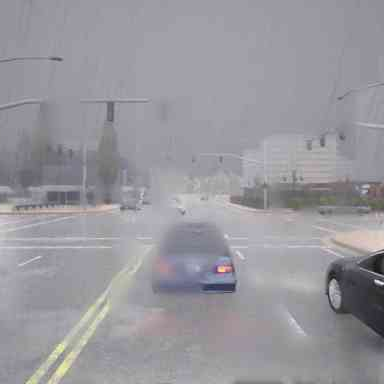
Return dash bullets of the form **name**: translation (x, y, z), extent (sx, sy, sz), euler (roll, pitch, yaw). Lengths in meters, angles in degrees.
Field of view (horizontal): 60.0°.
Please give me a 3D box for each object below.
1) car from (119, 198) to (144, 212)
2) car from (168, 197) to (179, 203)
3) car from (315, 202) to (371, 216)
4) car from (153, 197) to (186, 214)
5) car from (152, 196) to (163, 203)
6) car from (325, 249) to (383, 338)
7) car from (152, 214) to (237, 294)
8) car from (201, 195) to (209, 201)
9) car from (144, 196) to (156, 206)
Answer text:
- **car**: translation (-7.217, 1.505, 39.074), extent (1.837, 1.490, 4.892), euler (0, 0, 0)
- **car**: translation (-3.719, 1.601, 67.699), extent (1.895, 1.301, 4.718), euler (0, 0, 0)
- **car**: translation (14.351, 1.601, 31.871), extent (4.718, 1.301, 1.895), euler (0, 0, 1)
- **car**: translation (-2.142, 1.525, 32.559), extent (1.812, 1.442, 4.674), euler (0, 0, -20)
- **car**: translation (-7.212, 1.595, 70.219), extent (1.895, 1.301, 4.718), euler (0, 0, 0)
- **car**: translation (3.548, 1.505, 4.706), extent (1.837, 1.490, 4.892), euler (0, 0, 0)
- **car**: translation (0.055, 1.547, 8.952), extent (2.033, 1.411, 5.357), euler (0, 0, 0)
- **car**: translation (3.245, 1.553, 84.630), extent (1.994, 1.385, 4.181), euler (0, 0, 0)
- **car**: translation (-7.254, 1.504, 55.147), extent (1.837, 1.490, 4.892), euler (0, 0, 0)
